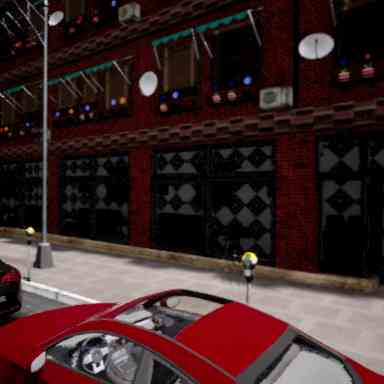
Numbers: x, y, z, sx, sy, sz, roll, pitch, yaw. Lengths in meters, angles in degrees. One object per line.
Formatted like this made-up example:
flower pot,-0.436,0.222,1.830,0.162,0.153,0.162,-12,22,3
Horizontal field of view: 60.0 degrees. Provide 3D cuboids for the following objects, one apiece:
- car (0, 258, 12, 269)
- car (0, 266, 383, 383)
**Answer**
car,-4.848,1.568,6.166,4.313,1.339,1.947,0,1,35
car,-0.330,1.583,2.945,4.206,1.307,1.802,0,1,35
